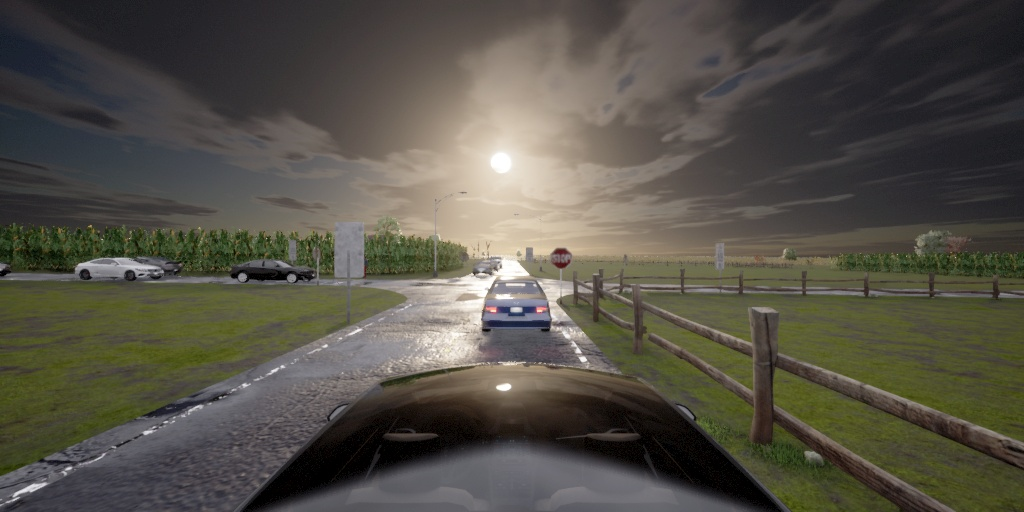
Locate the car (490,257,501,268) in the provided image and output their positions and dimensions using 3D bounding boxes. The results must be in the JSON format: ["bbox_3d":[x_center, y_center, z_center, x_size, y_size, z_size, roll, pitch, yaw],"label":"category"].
[{"bbox_3d":[-2.823,1.263,48.515,1.837,1.490,4.892,0,0,0],"label":"car"}]

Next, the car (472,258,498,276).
[{"bbox_3d":[-2.912,1.247,37.149,2.128,1.511,4.902,0,0,2],"label":"car"}]

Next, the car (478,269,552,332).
[{"bbox_3d":[0.101,1.299,10.845,2.033,1.411,5.357,0,0,0],"label":"car"}]

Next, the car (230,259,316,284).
[{"bbox_3d":[-15.602,0.966,23.614,5.008,1.535,1.882,1,-1,-1],"label":"car"}]

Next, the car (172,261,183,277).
[{"bbox_3d":[-27.276,0.798,26.493,4.902,1.511,2.128,1,-1,0],"label":"car"}]

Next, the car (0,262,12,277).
[{"bbox_3d":[-36.096,0.617,23.533,4.902,1.511,2.128,1,-1,0],"label":"car"}]

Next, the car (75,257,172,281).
[{"bbox_3d":[-25.724,0.834,23.553,4.674,1.442,1.812,1,-1,0],"label":"car"}]

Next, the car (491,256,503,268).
[{"bbox_3d":[-2.795,0.978,60.925,2.150,2.045,5.566,0,0,0],"label":"car"}]

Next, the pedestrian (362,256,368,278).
[{"bbox_3d":[-12.163,0.890,29.567,0.375,1.860,0.375,0,-2,0],"label":"pedestrian"}]
